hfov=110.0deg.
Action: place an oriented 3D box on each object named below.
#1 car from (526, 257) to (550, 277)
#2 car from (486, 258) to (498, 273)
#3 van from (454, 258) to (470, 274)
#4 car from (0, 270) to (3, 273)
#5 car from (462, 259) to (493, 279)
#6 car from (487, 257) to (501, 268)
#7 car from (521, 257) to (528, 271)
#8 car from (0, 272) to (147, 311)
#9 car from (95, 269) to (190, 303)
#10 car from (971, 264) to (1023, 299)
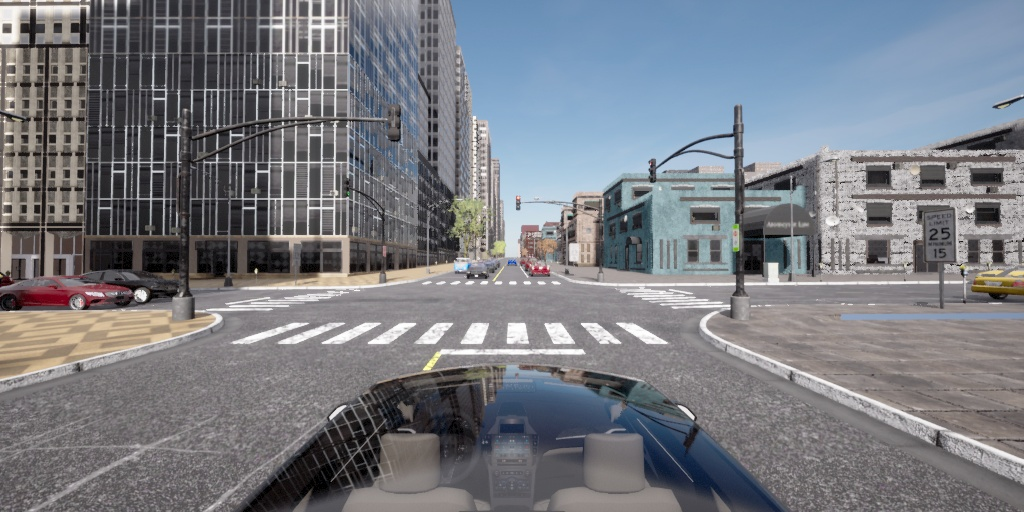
[{"bbox_3d":[2.701,1.195,35.867,1.967,1.591,4.097,0,0,0],"label":"car"},{"bbox_3d":[-3.083,1.319,42.937,1.994,1.385,4.181,0,0,0],"label":"car"},{"bbox_3d":[-5.679,1.096,41.505,1.690,1.789,3.998,0,0,0],"label":"van"},{"bbox_3d":[-23.099,1.325,14.090,4.097,1.591,1.967,0,0,1],"label":"car"},{"bbox_3d":[-3.076,1.302,33.058,2.033,1.411,5.357,0,0,-1],"label":"car"},{"bbox_3d":[-3.081,1.304,52.615,2.033,1.411,5.357,0,0,0],"label":"car"},{"bbox_3d":[2.704,1.070,47.215,2.192,1.841,5.009,0,0,0],"label":"car"},{"bbox_3d":[-17.416,1.413,14.033,4.207,1.307,1.802,0,0,1],"label":"car"},{"bbox_3d":[-17.889,1.359,16.645,5.008,1.535,1.882,-1,-1,0],"label":"car"},{"bbox_3d":[20.693,0.994,13.657,4.829,1.417,1.751,0,0,1],"label":"car"}]
